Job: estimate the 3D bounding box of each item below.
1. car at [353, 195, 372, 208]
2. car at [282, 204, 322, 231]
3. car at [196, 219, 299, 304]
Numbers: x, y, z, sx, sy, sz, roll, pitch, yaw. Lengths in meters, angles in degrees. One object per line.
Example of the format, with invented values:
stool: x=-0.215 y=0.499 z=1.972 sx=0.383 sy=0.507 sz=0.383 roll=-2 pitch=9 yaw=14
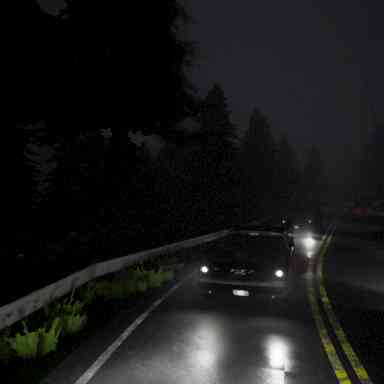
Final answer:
car: x=20.683 y=1.060 z=40.219 sx=2.128 sy=1.511 sz=4.902 roll=-2 pitch=0 yaw=28
car: x=6.699 y=1.461 z=20.060 sx=2.033 sy=1.411 sz=5.357 roll=-2 pitch=0 yaw=26
car: x=1.601 y=1.599 z=8.426 sx=1.895 sy=1.301 sz=4.718 roll=-1 pitch=0 yaw=18
